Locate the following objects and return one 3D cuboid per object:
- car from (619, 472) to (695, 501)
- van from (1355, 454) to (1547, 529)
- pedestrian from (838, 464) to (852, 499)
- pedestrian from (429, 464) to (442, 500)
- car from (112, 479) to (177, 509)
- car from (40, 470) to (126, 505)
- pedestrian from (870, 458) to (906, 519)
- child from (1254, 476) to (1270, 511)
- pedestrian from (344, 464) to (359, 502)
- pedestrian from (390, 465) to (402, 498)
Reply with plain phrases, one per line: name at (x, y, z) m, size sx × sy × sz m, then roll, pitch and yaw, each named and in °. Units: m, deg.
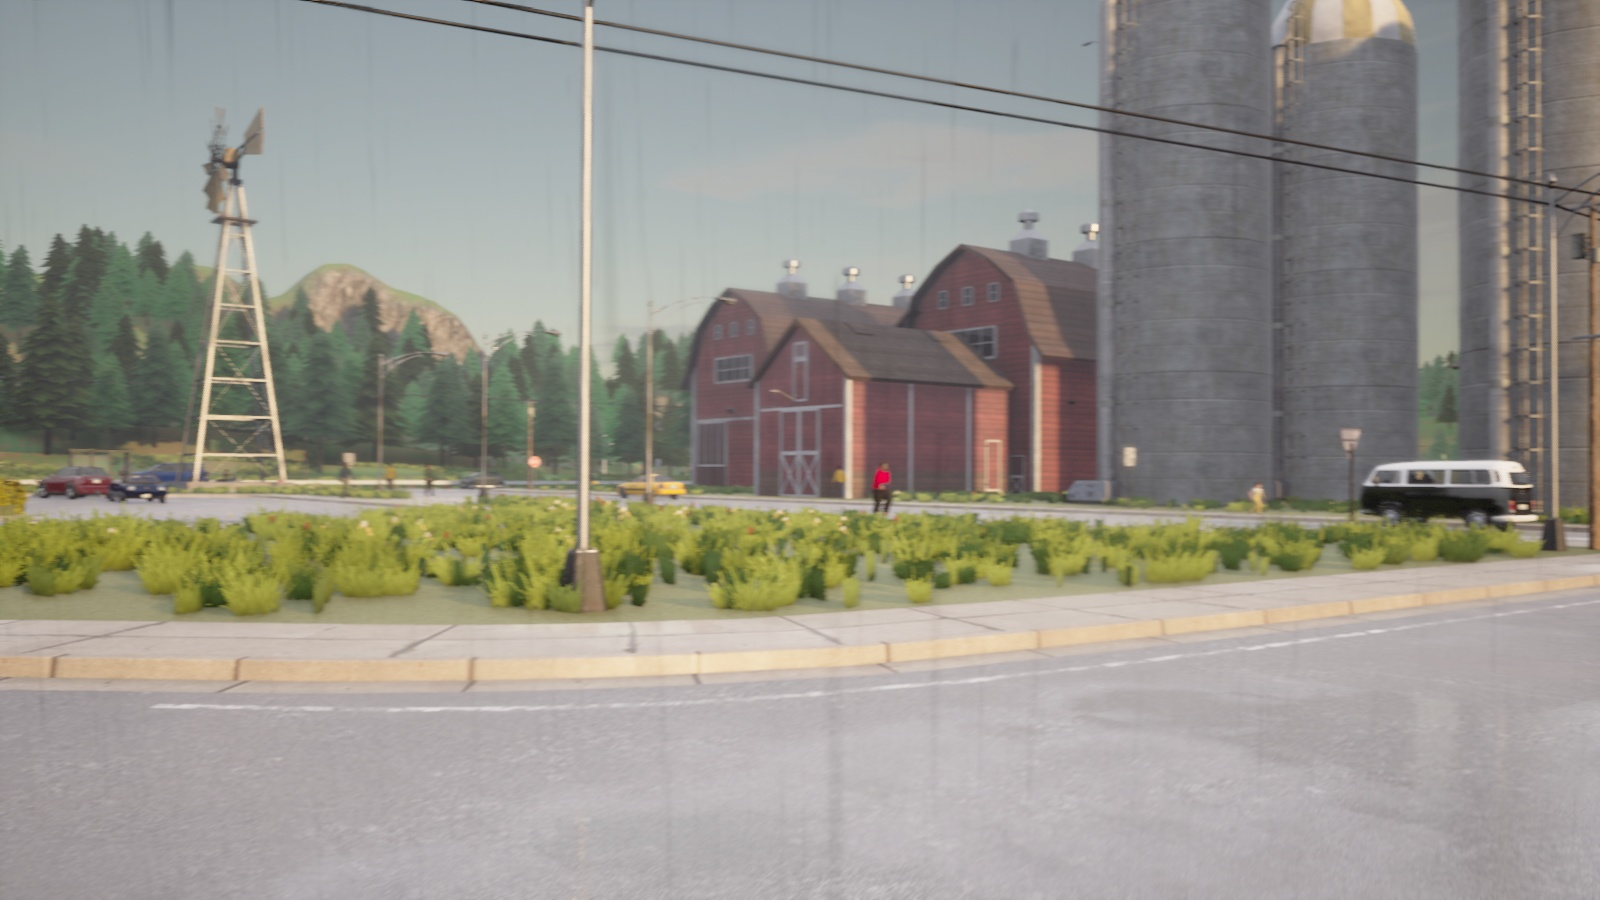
car at (-8.236, 2.071, 71.798) m, size 1.801 × 1.575 × 5.366 m, roll 1°, pitch -1°, yaw -37°
van at (18.847, 1.181, 36.514) m, size 2.069 × 2.038 × 4.480 m, roll 1°, pitch -1°, yaw -37°
pedestrian at (2.369, 1.671, 66.130) m, size 0.431 × 1.840 × 0.709 m, roll 1°, pitch -1°, yaw -38°
pedestrian at (-19.584, 1.722, 67.464) m, size 0.423 × 1.949 × 0.788 m, roll 1°, pitch -1°, yaw -37°
car at (-30.389, 2.012, 58.162) m, size 1.895 × 1.301 × 4.718 m, roll 1°, pitch -1°, yaw -37°
car at (-37.018, 1.900, 64.820) m, size 4.553 × 1.767 × 2.097 m, roll -1°, pitch -1°, yaw 35°
pedestrian at (2.676, 1.165, 38.272) m, size 0.634 × 1.844 × 0.899 m, roll 1°, pitch -1°, yaw -38°
child at (16.774, 1.560, 45.588) m, size 0.270 × 1.263 × 0.437 m, roll 1°, pitch -1°, yaw -38°
pedestrian at (-22.105, 1.624, 61.879) m, size 0.726 × 1.835 × 0.370 m, roll -1°, pitch -1°, yaw 43°
pedestrian at (-22.792, 1.788, 70.848) m, size 0.431 × 1.840 × 0.709 m, roll 1°, pitch -1°, yaw -33°
